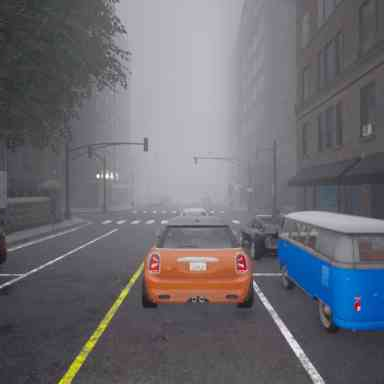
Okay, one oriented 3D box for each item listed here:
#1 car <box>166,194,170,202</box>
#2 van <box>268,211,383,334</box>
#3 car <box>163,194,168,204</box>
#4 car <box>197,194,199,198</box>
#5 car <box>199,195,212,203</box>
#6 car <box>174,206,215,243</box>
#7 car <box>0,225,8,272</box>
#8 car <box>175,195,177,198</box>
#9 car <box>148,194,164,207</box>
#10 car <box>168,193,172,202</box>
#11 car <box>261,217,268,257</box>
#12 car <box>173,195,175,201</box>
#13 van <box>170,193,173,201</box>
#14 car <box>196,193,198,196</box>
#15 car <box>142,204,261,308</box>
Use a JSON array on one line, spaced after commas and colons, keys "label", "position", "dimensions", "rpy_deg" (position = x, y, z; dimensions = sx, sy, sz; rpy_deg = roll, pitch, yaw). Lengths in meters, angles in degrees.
[{"label": "car", "position": [-5.649, 1.506, 61.073], "dimensions": [1.887, 1.381, 4.507], "rpy_deg": [0, 0, 0]}, {"label": "van", "position": [2.858, 1.339, 6.519], "dimensions": [1.690, 1.788, 3.998], "rpy_deg": [0, 0, 0]}, {"label": "car", "position": [-5.650, 1.514, 55.621], "dimensions": [2.008, 1.369, 4.403], "rpy_deg": [0, 0, 0]}, {"label": "car", "position": [2.882, 1.513, 77.454], "dimensions": [2.008, 1.369, 4.403], "rpy_deg": [0, 0, 0]}, {"label": "car", "position": [2.877, 1.401, 66.557], "dimensions": [1.967, 1.590, 4.097], "rpy_deg": [0, 0, 0]}, {"label": "car", "position": [0.107, 1.518, 17.075], "dimensions": [1.812, 1.442, 4.674], "rpy_deg": [0, 0, 0]}, {"label": "car", "position": [-5.667, 1.313, 6.482], "dimensions": [2.192, 1.841, 5.009], "rpy_deg": [0, 0, 0]}, {"label": "car", "position": [-5.642, 1.278, 82.876], "dimensions": [2.192, 1.841, 5.009], "rpy_deg": [0, 0, 0]}, {"label": "car", "position": [-5.652, 1.491, 50.001], "dimensions": [1.752, 1.417, 4.829], "rpy_deg": [0, 0, 0]}, {"label": "car", "position": [-5.647, 1.506, 66.524], "dimensions": [1.887, 1.381, 4.507], "rpy_deg": [0, 0, 0]}, {"label": "car", "position": [2.860, 1.562, 12.180], "dimensions": [1.947, 1.339, 4.313], "rpy_deg": [0, 0, 0]}, {"label": "car", "position": [-5.643, 1.513, 77.425], "dimensions": [2.008, 1.369, 4.403], "rpy_deg": [0, 0, 0]}, {"label": "van", "position": [-5.646, 1.302, 71.974], "dimensions": [1.690, 1.788, 3.998], "rpy_deg": [0, 0, 0]}, {"label": "car", "position": [2.887, 1.494, 93.969], "dimensions": [1.752, 1.417, 4.829], "rpy_deg": [0, 0, 0]}, {"label": "car", "position": [0.105, 1.350, 8.074], "dimensions": [2.097, 1.767, 4.553], "rpy_deg": [0, 0, 0]}]
